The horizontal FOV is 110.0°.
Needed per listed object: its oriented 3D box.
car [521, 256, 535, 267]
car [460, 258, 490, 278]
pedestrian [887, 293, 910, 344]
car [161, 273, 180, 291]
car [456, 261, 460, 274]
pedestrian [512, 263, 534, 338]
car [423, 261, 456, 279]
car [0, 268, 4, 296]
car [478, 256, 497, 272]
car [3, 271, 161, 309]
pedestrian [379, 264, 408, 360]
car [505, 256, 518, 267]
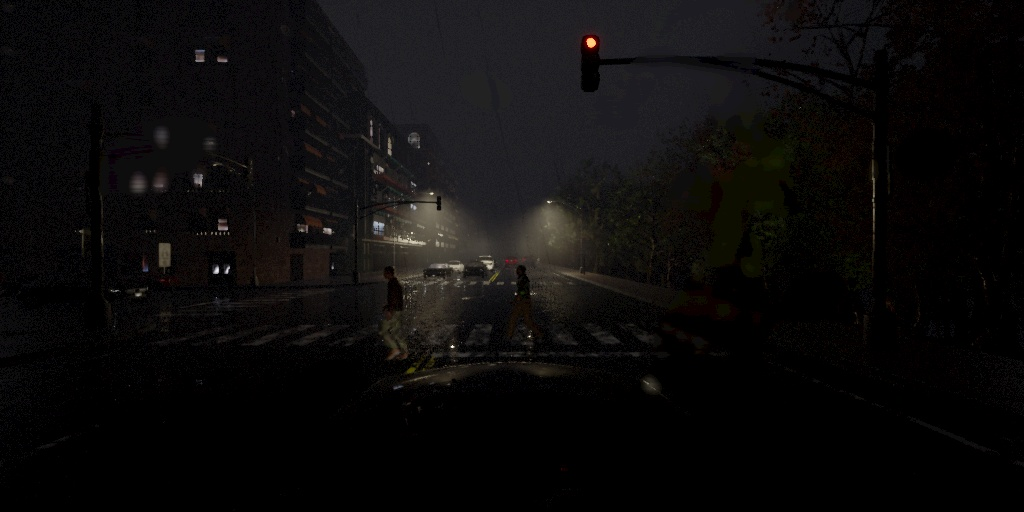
[{"bbox_3d":[3.128,1.244,64.358,1.882,1.535,5.008,0,0,0],"label":"car"},{"bbox_3d":[-3.410,1.230,34.225,1.882,1.535,5.008,0,0,0],"label":"car"},{"bbox_3d":[8.020,1.271,7.569,0.500,1.100,0.500,0,0,0],"label":"pedestrian"},{"bbox_3d":[-22.820,1.593,21.936,4.207,1.307,1.802,0,0,-1],"label":"car"},{"bbox_3d":[-6.675,1.281,41.629,1.812,1.442,4.674,0,0,0],"label":"car"},{"bbox_3d":[0.251,1.044,8.154,0.375,1.860,0.375,0,0,0],"label":"pedestrian"},{"bbox_3d":[-6.664,1.353,32.706,1.895,1.301,4.718,0,0,0],"label":"car"},{"bbox_3d":[-22.681,1.335,13.289,5.009,1.841,2.192,0,0,-1],"label":"car"},{"bbox_3d":[-3.432,0.979,45.928,2.150,2.045,5.566,0,0,0],"label":"car"},{"bbox_3d":[-19.089,1.497,16.081,4.674,1.442,1.812,-1,0,0],"label":"car"},{"bbox_3d":[-2.282,1.044,6.854,0.375,1.860,0.375,0,0,0],"label":"pedestrian"},{"bbox_3d":[-0.122,0.988,64.381,2.150,2.045,5.566,0,0,0],"label":"car"}]
